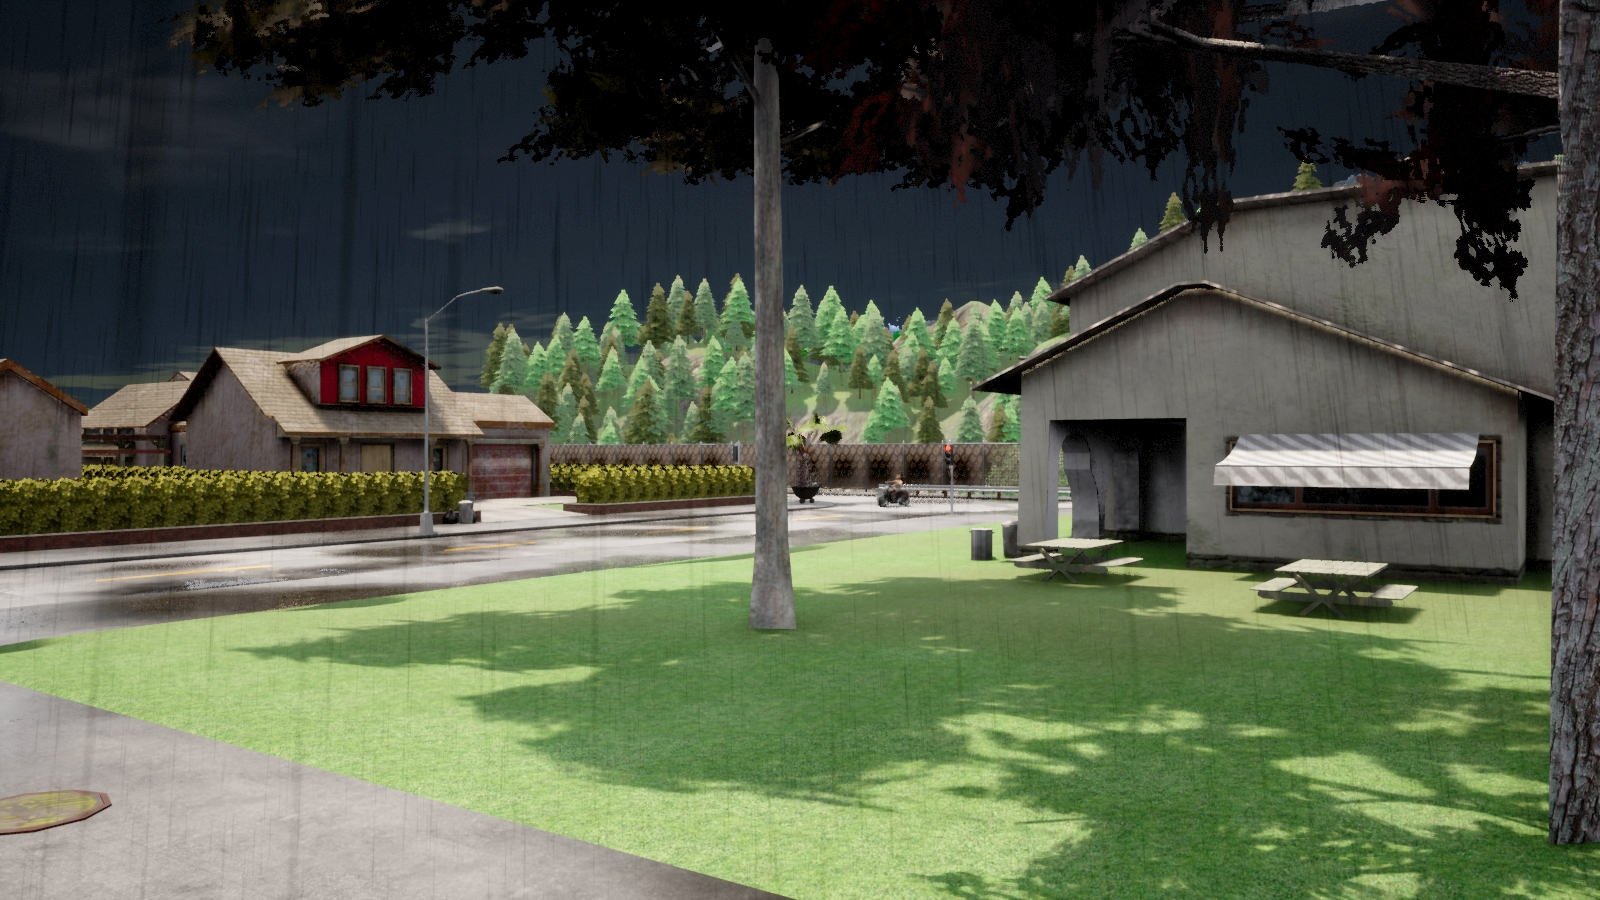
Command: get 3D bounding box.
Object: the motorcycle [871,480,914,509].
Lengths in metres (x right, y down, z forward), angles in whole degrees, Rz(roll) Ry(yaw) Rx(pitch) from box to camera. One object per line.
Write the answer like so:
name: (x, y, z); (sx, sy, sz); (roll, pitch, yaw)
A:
motorcycle: (4.523, 2.155, 55.623); (0.764, 1.307, 2.356); (2, 2, 43)

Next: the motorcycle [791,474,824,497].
motorcycle: (0.446, 2.142, 69.320); (1.805, 1.316, 0.856); (0, 0, 35)
